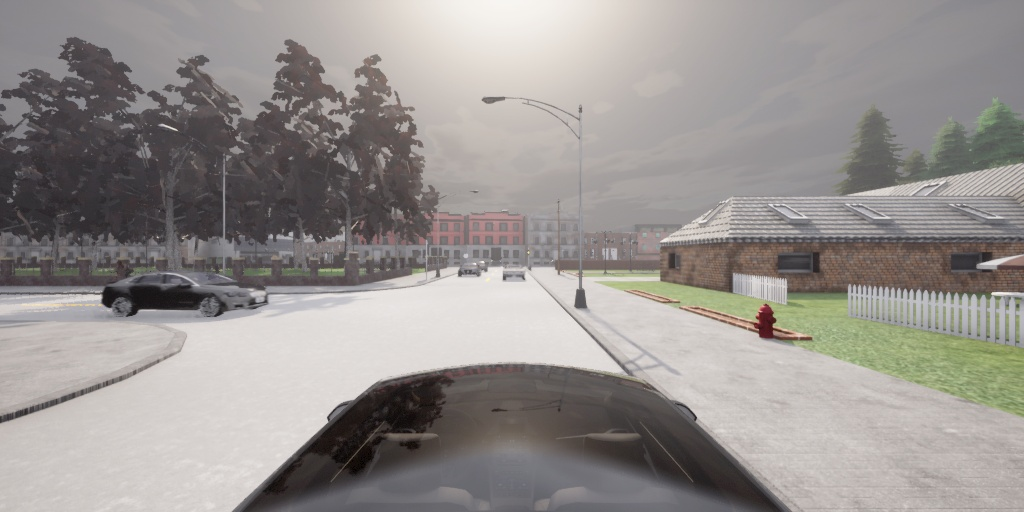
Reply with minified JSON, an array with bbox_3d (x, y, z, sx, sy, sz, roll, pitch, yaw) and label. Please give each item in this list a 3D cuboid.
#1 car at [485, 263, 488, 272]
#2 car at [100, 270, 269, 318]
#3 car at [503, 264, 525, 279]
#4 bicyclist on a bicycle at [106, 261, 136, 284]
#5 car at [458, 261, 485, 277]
[{"bbox_3d":[-4.108,1.314,45.581,1.994,1.385,4.181,0,0,0],"label":"car"},{"bbox_3d":[-11.128,1.241,12.396,4.902,1.511,2.128,0,0,1],"label":"car"},{"bbox_3d":[0.133,1.351,31.899,1.895,1.301,4.718,0,0,-1],"label":"car"},{"bbox_3d":[-22.656,1.099,20.842,0.582,1.620,1.656,0,0,0],"label":"bicyclist on a bicycle"},{"bbox_3d":[-4.124,1.314,35.596,1.994,1.385,4.181,0,0,0],"label":"car"}]
